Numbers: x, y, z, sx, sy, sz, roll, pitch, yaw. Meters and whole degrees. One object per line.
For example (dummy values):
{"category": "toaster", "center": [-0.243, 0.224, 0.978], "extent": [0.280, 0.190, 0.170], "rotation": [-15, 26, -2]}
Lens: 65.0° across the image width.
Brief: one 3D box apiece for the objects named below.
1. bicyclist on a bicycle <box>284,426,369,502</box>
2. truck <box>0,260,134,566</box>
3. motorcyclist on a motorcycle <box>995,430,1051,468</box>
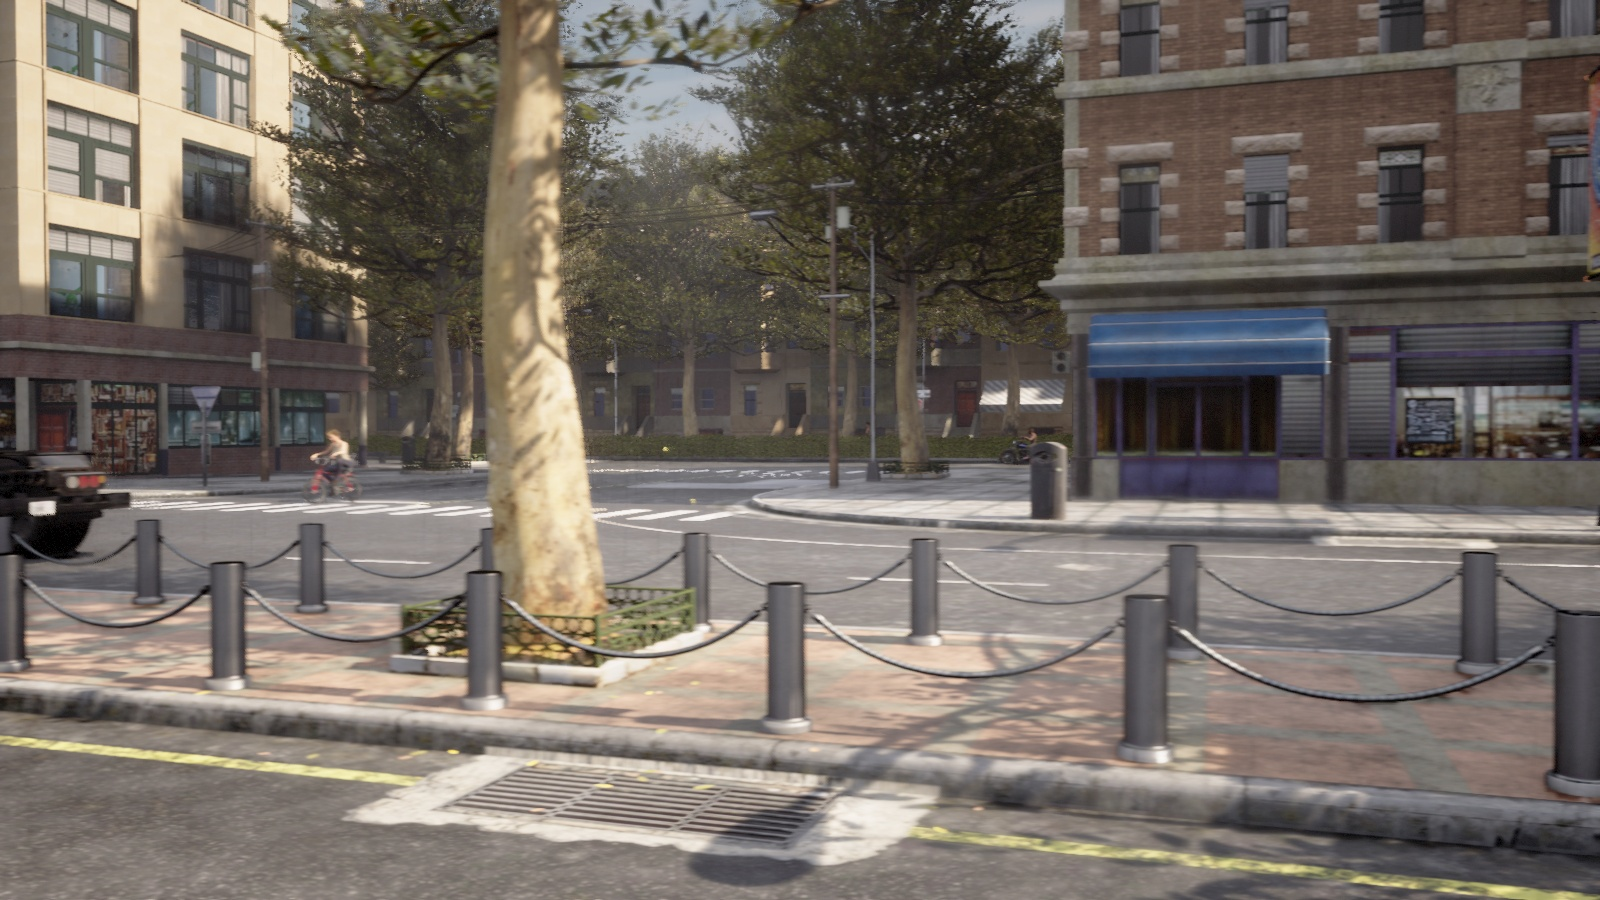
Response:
{"category": "bicyclist on a bicycle", "center": [-10.371, 0.283, 27.564], "extent": [0.866, 1.612, 1.509], "rotation": [0, 1, 31]}
{"category": "truck", "center": [-12.714, -0.458, 15.896], "extent": [7.936, 3.462, 2.891], "rotation": [1, 1, 19]}
{"category": "motorcyclist on a motorcycle", "center": [9.751, -0.067, 54.962], "extent": [2.350, 1.649, 0.766], "rotation": [0, 2, 4]}
